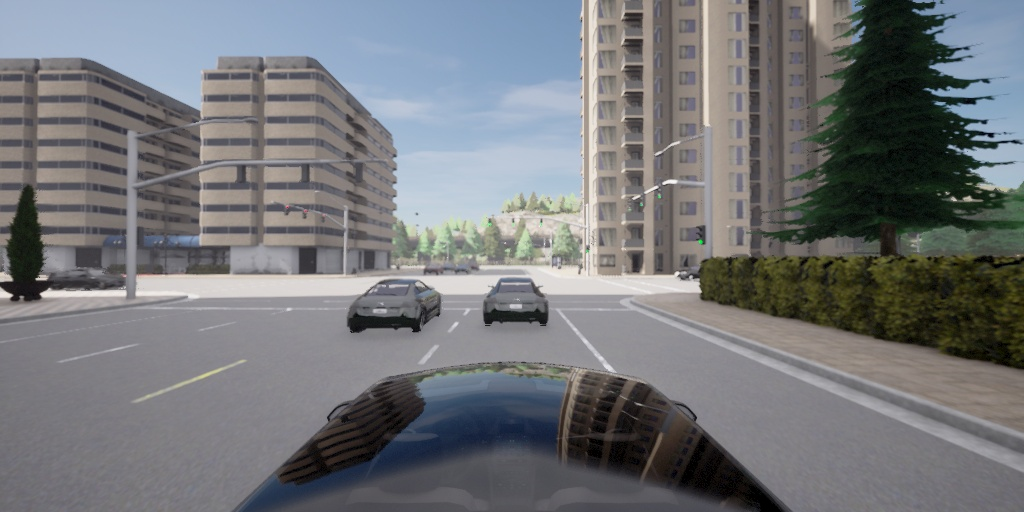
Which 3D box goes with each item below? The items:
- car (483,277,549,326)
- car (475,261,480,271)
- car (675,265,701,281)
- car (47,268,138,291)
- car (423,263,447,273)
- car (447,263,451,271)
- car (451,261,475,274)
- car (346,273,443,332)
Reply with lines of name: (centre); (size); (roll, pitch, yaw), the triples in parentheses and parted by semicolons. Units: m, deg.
car: (0.124, 1.414, 12.172); (1.994, 1.385, 4.181); (0, 0, 0)
car: (-6.811, 1.677, 61.758); (2.097, 1.767, 4.553); (0, -1, 1)
car: (17.636, 1.545, 33.071); (4.902, 1.511, 2.128); (0, -1, 1)
car: (-27.057, 1.531, 23.133); (4.674, 1.442, 1.812); (1, -1, 1)
car: (-10.395, 1.667, 47.765); (1.882, 1.535, 5.008); (0, -1, 0)
car: (-10.334, 1.842, 58.651); (2.033, 1.411, 5.357); (0, -1, 1)
car: (-6.877, 1.767, 50.814); (2.033, 1.411, 5.357); (0, -1, 0)
car: (-3.446, 1.405, 11.221); (1.994, 1.385, 4.181); (0, -1, -2)
